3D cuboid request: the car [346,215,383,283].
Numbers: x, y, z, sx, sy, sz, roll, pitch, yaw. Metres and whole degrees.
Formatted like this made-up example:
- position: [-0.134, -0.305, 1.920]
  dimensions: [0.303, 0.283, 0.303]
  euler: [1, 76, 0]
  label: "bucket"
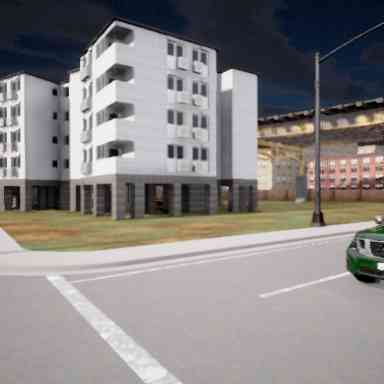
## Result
- position: [6.267, 1.191, 8.426]
  dimensions: [5.566, 2.045, 2.150]
  euler: [0, 0, -34]
  label: "car"
